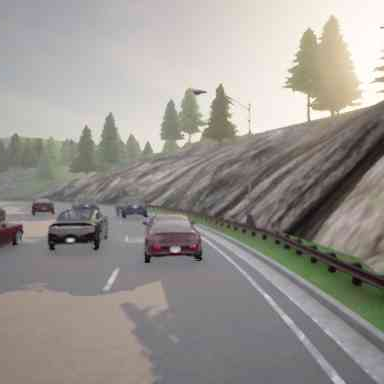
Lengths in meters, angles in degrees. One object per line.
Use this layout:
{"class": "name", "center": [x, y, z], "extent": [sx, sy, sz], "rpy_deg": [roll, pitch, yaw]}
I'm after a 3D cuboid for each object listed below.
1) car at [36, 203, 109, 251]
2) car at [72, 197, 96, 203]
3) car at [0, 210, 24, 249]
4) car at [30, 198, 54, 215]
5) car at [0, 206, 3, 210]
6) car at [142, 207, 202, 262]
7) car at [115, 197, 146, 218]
{"class": "car", "center": [-4.609, 1.448, 13.928], "extent": [2.128, 1.511, 4.902], "rpy_deg": [0, 0, -9]}
{"class": "car", "center": [-10.029, 1.255, 31.043], "extent": [2.097, 1.767, 4.553], "rpy_deg": [0, 0, -24]}
{"class": "car", "center": [-7.783, 1.566, 11.996], "extent": [1.895, 1.301, 4.718], "rpy_deg": [0, 0, -8]}
{"class": "car", "center": [-14.881, 1.378, 33.018], "extent": [1.882, 1.535, 5.008], "rpy_deg": [0, 0, -28]}
{"class": "car", "center": [-14.277, 1.497, 23.109], "extent": [1.994, 1.385, 4.181], "rpy_deg": [0, 0, -20]}
{"class": "car", "center": [-0.787, 1.486, 11.896], "extent": [1.812, 1.442, 4.674], "rpy_deg": [0, 0, -8]}
{"class": "car", "center": [-5.412, 1.258, 29.185], "extent": [2.097, 1.767, 4.553], "rpy_deg": [0, 0, -21]}
